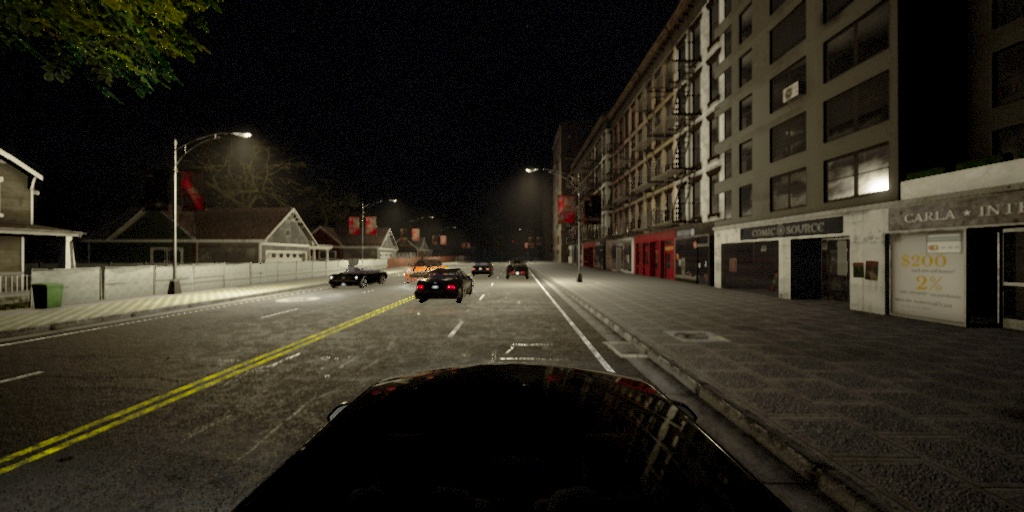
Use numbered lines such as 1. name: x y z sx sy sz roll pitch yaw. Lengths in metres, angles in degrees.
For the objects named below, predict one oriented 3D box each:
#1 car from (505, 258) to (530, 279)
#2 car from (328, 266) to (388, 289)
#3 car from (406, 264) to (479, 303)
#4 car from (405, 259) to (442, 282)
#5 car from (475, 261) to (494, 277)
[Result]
1. car: 0.463 1.166 31.105 1.837 1.490 4.892 0 -1 1
2. car: -9.547 1.294 22.588 1.895 1.301 4.718 0 0 1
3. car: -2.958 1.259 16.493 2.033 1.411 5.357 0 0 1
4. car: -6.226 1.032 26.280 2.097 1.767 4.553 0 0 1
5. car: -2.750 1.200 34.157 2.033 1.411 5.357 0 0 1
